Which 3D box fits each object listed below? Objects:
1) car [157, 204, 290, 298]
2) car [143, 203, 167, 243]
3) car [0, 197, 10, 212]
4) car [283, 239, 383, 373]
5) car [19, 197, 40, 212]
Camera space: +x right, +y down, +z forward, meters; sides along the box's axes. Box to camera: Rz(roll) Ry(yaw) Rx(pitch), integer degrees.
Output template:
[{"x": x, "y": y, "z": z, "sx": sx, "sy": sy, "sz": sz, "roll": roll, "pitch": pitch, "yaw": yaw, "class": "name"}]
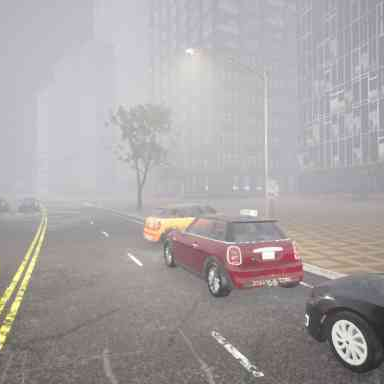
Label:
[{"x": 0.788, "y": 1.355, "z": 8.946, "sx": 2.097, "sy": 1.767, "sz": 4.553, "roll": 0, "pitch": 0, "yaw": -23, "class": "car"}, {"x": 0.252, "y": 1.279, "z": 14.490, "sx": 4.553, "sy": 1.767, "sz": 2.097, "roll": -3, "pitch": 1, "yaw": -25, "class": "car"}, {"x": -22.167, "y": 1.390, "z": 37.960, "sx": 2.097, "sy": 1.767, "sz": 4.553, "roll": 0, "pitch": 0, "yaw": -25, "class": "car"}, {"x": 3.572, "y": 1.505, "z": 3.507, "sx": 1.837, "sy": 1.490, "sz": 4.892, "roll": 0, "pitch": 0, "yaw": -36, "class": "car"}, {"x": -19.210, "y": 1.393, "z": 39.309, "sx": 2.097, "sy": 1.767, "sz": 4.553, "roll": 0, "pitch": 0, "yaw": -25, "class": "car"}]
